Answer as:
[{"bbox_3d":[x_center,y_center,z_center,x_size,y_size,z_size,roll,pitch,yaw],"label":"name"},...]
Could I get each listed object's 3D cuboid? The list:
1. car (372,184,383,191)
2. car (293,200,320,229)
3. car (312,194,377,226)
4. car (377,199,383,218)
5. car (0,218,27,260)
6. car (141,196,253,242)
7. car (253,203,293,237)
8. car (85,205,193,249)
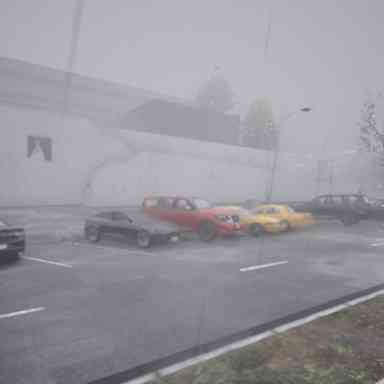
[{"bbox_3d":[46.970,-0.821,82.496,2.231,1.521,4.892,7,3,35],"label":"car"},{"bbox_3d":[4.487,1.456,19.953,5.366,1.575,1.946,-1,-1,35],"label":"car"},{"bbox_3d":[9.499,1.205,23.347,5.566,2.045,2.435,-1,-1,35],"label":"car"},{"bbox_3d":[14.439,1.341,26.799,4.553,1.767,2.185,-1,-1,35],"label":"car"},{"bbox_3d":[-7.573,1.491,11.136,5.008,1.535,2.097,-1,0,35],"label":"car"},{"bbox_3d":[-0.220,1.214,16.360,5.566,2.045,2.435,-1,-1,34],"label":"car"},{"bbox_3d":[2.354,1.453,18.007,5.366,1.575,1.946,-1,-1,35],"label":"car"},{"bbox_3d":[-2.662,1.501,14.613,4.792,1.488,2.163,-1,-1,34],"label":"car"}]
